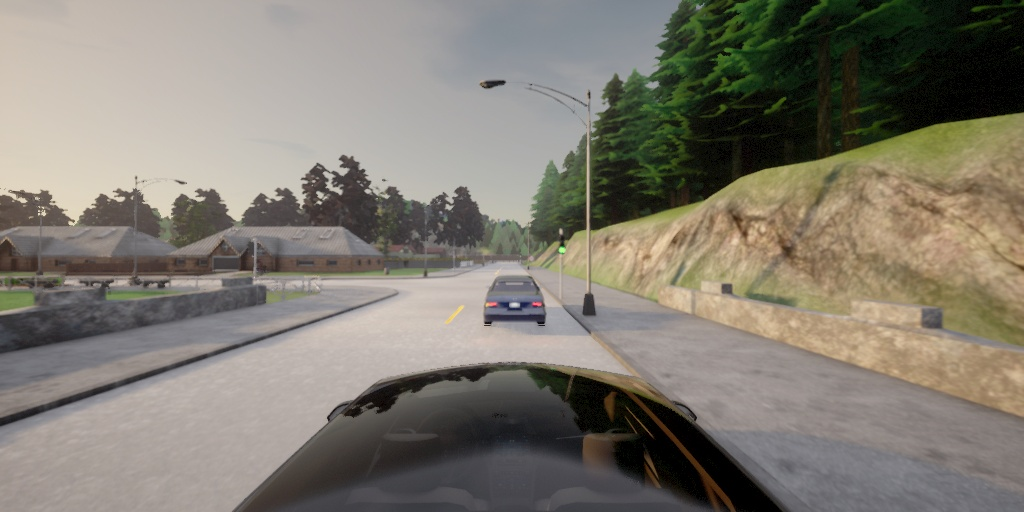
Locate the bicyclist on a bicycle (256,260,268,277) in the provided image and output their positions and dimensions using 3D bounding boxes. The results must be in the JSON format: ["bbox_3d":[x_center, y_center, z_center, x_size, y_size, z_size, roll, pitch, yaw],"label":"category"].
[{"bbox_3d":[-24.180,1.250,34.652,0.582,1.620,1.656,0,0,0],"label":"bicyclist on a bicycle"}]

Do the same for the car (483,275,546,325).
[{"bbox_3d":[0.074,1.345,11.938,2.033,1.411,5.357,0,0,0],"label":"car"}]
